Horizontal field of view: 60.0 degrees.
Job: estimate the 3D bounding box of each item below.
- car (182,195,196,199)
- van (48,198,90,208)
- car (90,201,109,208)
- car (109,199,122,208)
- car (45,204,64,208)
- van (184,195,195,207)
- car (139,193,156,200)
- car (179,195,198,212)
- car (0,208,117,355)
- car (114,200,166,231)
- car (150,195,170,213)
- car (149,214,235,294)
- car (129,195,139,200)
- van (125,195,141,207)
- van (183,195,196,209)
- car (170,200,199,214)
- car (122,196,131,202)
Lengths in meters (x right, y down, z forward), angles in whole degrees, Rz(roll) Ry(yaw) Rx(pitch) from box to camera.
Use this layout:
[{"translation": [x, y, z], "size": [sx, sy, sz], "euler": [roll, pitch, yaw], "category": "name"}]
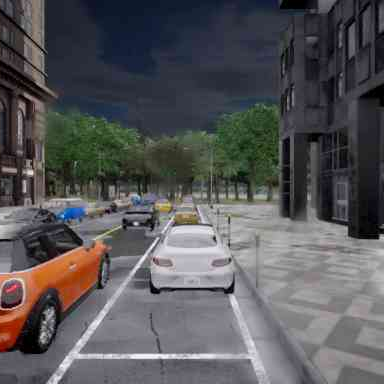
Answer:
[{"translation": [-0.384, 1.447, 34.448], "size": [1.967, 1.590, 4.097], "euler": [0, 0, 0], "category": "car"}, {"translation": [-8.909, 1.344, 23.573], "size": [1.690, 1.788, 3.998], "euler": [0, 0, 0], "category": "van"}, {"translation": [-8.909, 1.530, 28.841], "size": [1.752, 1.417, 4.829], "euler": [0, 0, 0], "category": "car"}, {"translation": [-8.909, 1.572, 34.448], "size": [1.947, 1.339, 4.313], "euler": [0, 0, 0], "category": "car"}, {"translation": [-8.909, 1.567, 18.136], "size": [1.947, 1.339, 4.313], "euler": [0, 0, 0], "category": "car"}, {"translation": [-0.384, 1.356, 50.761], "size": [1.690, 1.788, 3.998], "euler": [0, 0, 0], "category": "van"}, {"translation": [-6.147, 1.222, 47.902], "size": [2.150, 2.045, 5.566], "euler": [0, 0, 0], "category": "car"}, {"translation": [-0.384, 1.324, 39.886], "size": [2.192, 1.841, 5.009], "euler": [0, 0, 0], "category": "car"}, {"translation": [-3.046, 1.353, 6.255], "size": [2.097, 1.767, 4.553], "euler": [0, 0, 0], "category": "car"}, {"translation": [-3.044, 1.494, 20.554], "size": [2.128, 1.511, 4.902], "euler": [0, 0, 0], "category": "car"}, {"translation": [-3.146, 1.464, 36.431], "size": [1.801, 1.575, 5.366], "euler": [0, 0, 0], "category": "car"}, {"translation": [0.003, 1.526, 8.650], "size": [1.812, 1.442, 4.674], "euler": [0, 0, 0], "category": "car"}, {"translation": [-8.910, 1.452, 45.324], "size": [1.967, 1.590, 4.097], "euler": [0, 0, 0], "category": "car"}, {"translation": [-8.910, 1.356, 50.762], "size": [1.690, 1.788, 3.998], "euler": [0, 0, 0], "category": "van"}, {"translation": [-0.384, 1.353, 45.324], "size": [1.690, 1.788, 3.998], "euler": [0, 0, 0], "category": "van"}, {"translation": [-0.384, 1.528, 23.743], "size": [1.752, 1.417, 4.829], "euler": [0, 0, 0], "category": "car"}, {"translation": [-8.909, 1.534, 39.716], "size": [1.752, 1.417, 4.829], "euler": [0, 0, 0], "category": "car"}]
